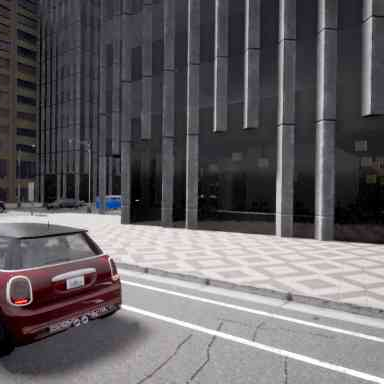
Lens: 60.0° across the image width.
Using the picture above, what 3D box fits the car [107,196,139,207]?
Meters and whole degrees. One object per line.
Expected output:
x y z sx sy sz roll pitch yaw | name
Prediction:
-10.176 1.427 49.564 1.812 1.442 4.674 1 1 36 | car

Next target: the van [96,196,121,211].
-9.659 1.338 40.257 1.690 1.788 3.998 1 1 36 | van

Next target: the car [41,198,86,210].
-15.924 1.460 41.595 2.033 1.411 5.357 1 1 36 | car

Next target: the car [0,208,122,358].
-3.451 1.349 6.140 4.553 1.767 2.097 0 0 35 | car

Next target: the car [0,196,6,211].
-22.942 1.323 36.421 1.967 1.590 4.097 1 1 36 | car

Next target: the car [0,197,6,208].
-21.514 1.277 33.773 2.097 1.767 4.553 1 1 35 | car
